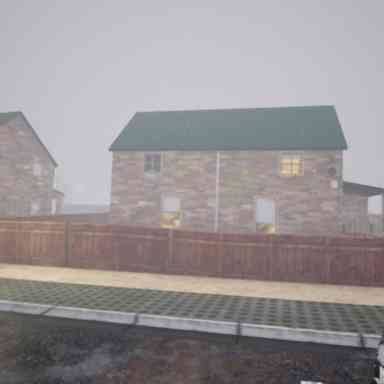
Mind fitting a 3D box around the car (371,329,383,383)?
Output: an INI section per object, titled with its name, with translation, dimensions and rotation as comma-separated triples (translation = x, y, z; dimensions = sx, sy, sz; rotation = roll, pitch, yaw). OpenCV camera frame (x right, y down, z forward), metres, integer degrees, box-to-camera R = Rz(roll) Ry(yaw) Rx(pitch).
[car]
translation = 4.425, 1.692, 3.124
dimensions = 4.902, 1.511, 2.128
rotation = 1, -3, 6
